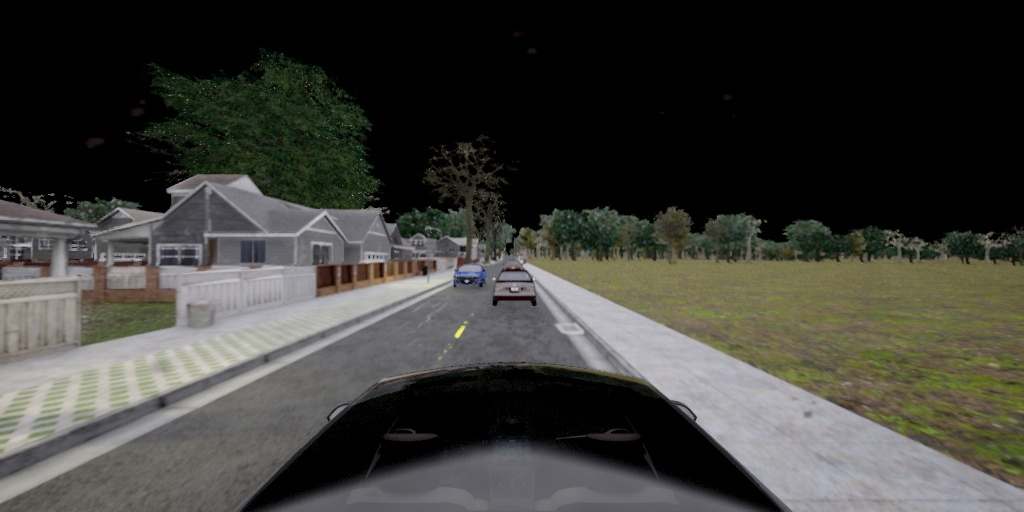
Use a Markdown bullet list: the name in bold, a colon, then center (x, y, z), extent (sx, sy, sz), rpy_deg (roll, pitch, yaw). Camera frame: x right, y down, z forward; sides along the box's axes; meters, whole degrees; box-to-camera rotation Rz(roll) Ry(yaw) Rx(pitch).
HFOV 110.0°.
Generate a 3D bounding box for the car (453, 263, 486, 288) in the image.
- **car**: center (-2.751, 1.259, 24.319), extent (1.882, 1.535, 5.008), rpy_deg (0, 0, 0)

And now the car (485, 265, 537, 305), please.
- **car**: center (0.099, 1.301, 16.042), extent (2.033, 1.411, 5.357), rpy_deg (0, 0, 0)

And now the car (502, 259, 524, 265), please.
- **car**: center (0.097, 1.106, 35.763), extent (2.097, 1.767, 4.553), rpy_deg (0, 0, 0)
